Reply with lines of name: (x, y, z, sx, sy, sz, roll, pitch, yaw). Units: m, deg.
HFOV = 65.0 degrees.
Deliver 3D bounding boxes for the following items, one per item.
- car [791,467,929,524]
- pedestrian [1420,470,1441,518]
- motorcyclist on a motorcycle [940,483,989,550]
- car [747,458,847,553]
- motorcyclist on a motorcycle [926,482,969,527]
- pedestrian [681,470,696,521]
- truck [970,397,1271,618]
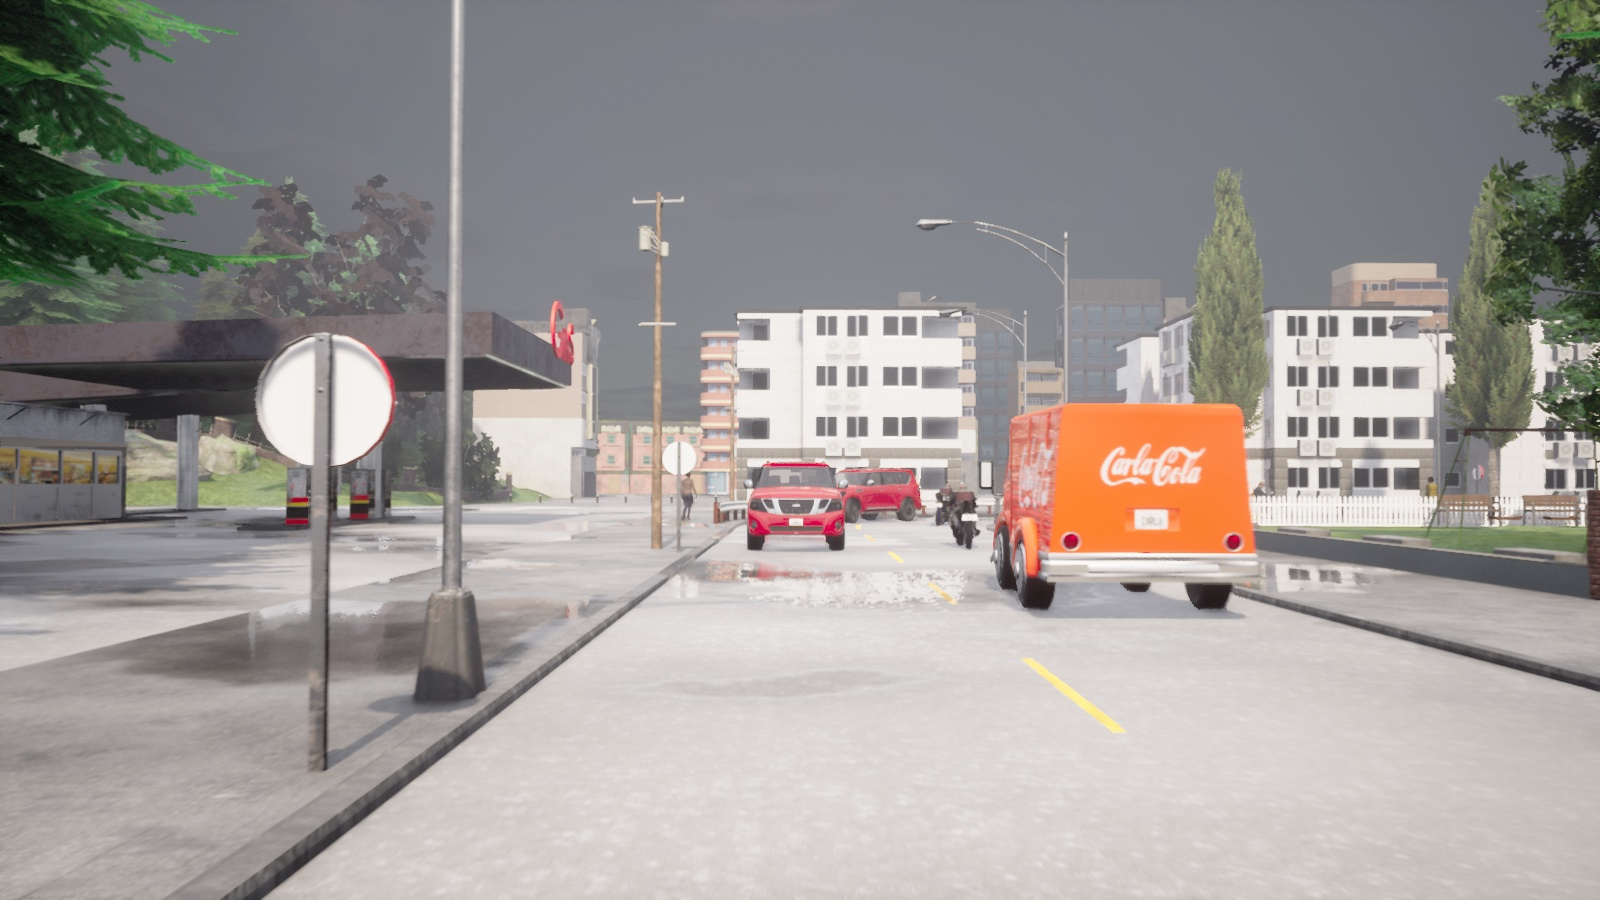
car: (2.349, 1.677, 47.608, 2.150, 2.045, 5.566, -2, -2, 42)
pedestrian: (24.370, 1.686, 48.522, 0.431, 1.840, 0.709, 0, -1, 0)
motorcyclist on a motorcycle: (3.916, 1.565, 30.036, 0.866, 1.530, 2.191, 0, -1, 0)
car: (-0.090, 1.259, 29.788, 2.150, 2.045, 5.566, 0, -1, 0)
motorcyclist on a motorcycle: (5.239, 1.906, 44.472, 0.866, 1.530, 2.191, 0, -1, 26)
pedestrian: (-4.053, 1.643, 45.561, 0.328, 1.805, 0.869, 0, -1, 9)
truck: (3.951, 0.718, 16.700, 2.627, 2.467, 5.204, 0, -2, 0)
